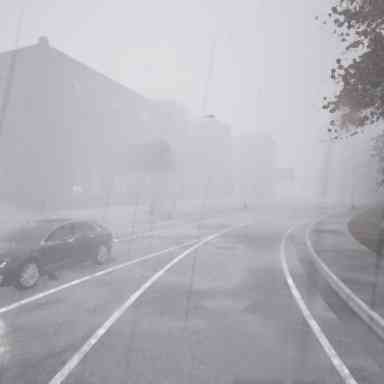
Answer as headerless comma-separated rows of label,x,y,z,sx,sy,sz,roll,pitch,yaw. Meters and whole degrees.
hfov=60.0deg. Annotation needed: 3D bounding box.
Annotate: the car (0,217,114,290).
car,-4.086,1.515,9.330,1.837,1.490,4.892,0,0,19
